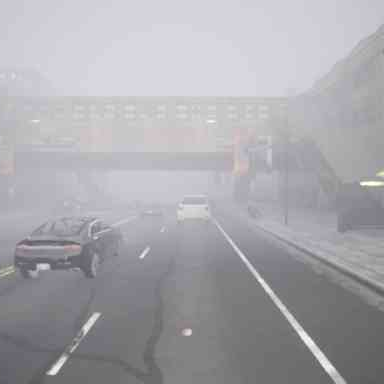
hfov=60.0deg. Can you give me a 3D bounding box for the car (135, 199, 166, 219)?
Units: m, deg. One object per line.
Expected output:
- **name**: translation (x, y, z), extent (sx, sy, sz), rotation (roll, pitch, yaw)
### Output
- **car**: translation (-3.384, 1.569, 29.024), extent (1.994, 1.385, 4.181), rotation (0, 0, 0)

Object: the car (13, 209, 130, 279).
- **car**: translation (-3.390, 1.493, 9.993), extent (2.128, 1.511, 4.902), rotation (0, 0, 0)

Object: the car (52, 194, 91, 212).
- **car**: translation (-13.528, 1.234, 36.991), extent (2.435, 2.045, 5.566), rotation (0, 0, 0)

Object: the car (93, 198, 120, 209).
- **car**: translation (-10.527, 1.607, 41.973), extent (1.895, 1.301, 4.718), rotation (0, 0, 1)

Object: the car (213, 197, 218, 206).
- **car**: translation (3.178, 1.491, 55.597), extent (2.231, 1.521, 4.892), rotation (0, 0, 10)

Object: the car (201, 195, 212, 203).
- **car**: translation (3.093, 1.493, 72.798), extent (2.097, 1.535, 5.008), rotation (0, 0, 0)

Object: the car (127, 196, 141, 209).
- **car**: translation (-7.018, 1.533, 42.530), extent (1.812, 1.442, 4.674), rotation (0, 0, 1)

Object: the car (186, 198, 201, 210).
- **car**: translation (0.185, 1.513, 43.606), extent (1.837, 1.490, 4.892), rotation (0, 0, 1)

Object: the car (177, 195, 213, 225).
- **car**: translation (0.114, 1.228, 24.010), extent (2.150, 2.045, 5.566), rotation (0, 0, 0)

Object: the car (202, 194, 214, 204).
- **car**: translation (3.225, 1.367, 66.373), extent (2.185, 1.767, 4.553), rotation (0, 0, 0)

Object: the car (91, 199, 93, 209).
- **car**: translation (-13.565, 1.602, 44.387), extent (1.895, 1.301, 4.718), rotation (0, 0, 0)
